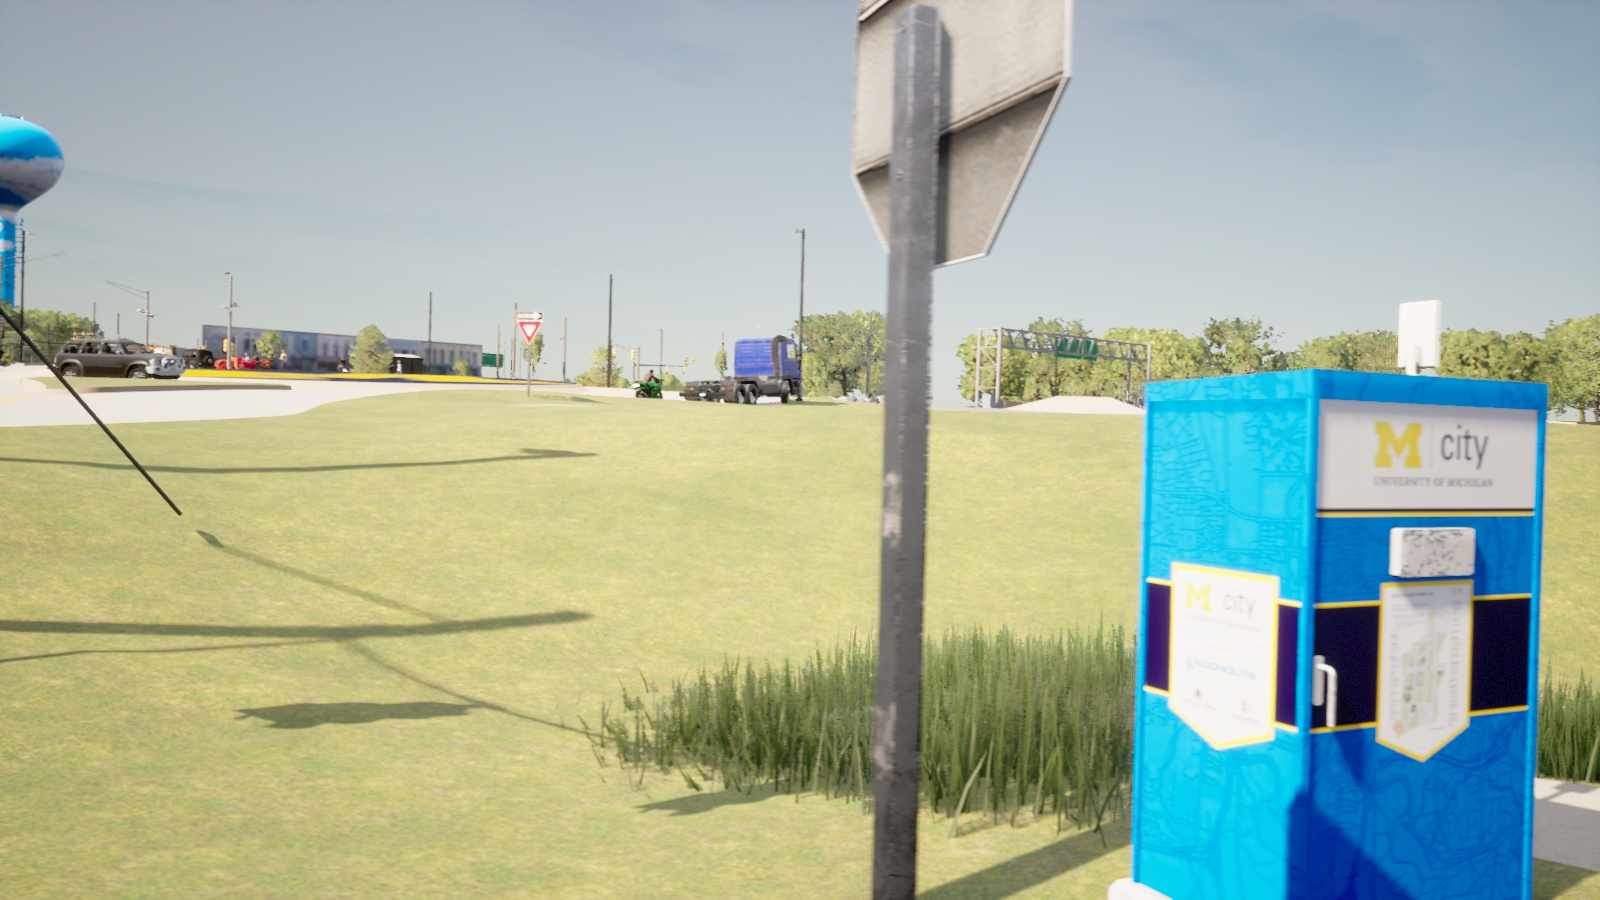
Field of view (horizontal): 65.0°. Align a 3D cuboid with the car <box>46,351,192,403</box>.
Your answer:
[{"bbox_3d":[-26.085,-2.824,48.164,4.605,1.855,1.932,1,6,9],"label":"car"}]

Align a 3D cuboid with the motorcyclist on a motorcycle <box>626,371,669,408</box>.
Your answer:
[{"bbox_3d":[-6.521,-2.578,53.785,0.797,1.523,2.044,1,1,29],"label":"motorcyclist on a motorcycle"}]

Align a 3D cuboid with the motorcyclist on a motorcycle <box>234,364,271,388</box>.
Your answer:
[{"bbox_3d":[-35.285,-4.776,80.909,2.044,1.523,0.797,-2,3,-29],"label":"motorcyclist on a motorcycle"}]

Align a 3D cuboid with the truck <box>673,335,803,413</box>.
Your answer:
[{"bbox_3d":[-2.890,-3.834,61.907,2.891,3.462,7.936,-1,5,25],"label":"truck"}]
